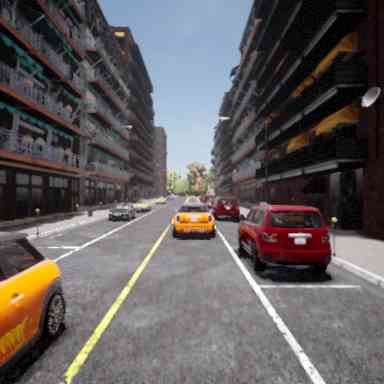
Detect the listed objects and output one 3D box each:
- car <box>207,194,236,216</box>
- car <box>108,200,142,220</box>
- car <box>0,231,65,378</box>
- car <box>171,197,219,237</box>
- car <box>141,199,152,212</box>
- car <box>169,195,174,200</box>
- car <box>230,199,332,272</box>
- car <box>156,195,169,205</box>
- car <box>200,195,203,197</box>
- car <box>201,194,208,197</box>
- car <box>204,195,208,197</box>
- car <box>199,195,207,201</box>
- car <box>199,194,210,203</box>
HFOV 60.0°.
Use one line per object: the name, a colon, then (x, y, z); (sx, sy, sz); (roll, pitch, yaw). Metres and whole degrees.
car: (2.710, 1.310, 27.402); (2.192, 1.841, 5.009); (1, 0, 0)
car: (-5.673, 1.546, 27.437); (2.008, 1.369, 4.403); (1, 0, 0)
car: (-3.100, 1.351, 3.473); (2.097, 1.767, 4.553); (0, 0, 0)
car: (0.104, 1.347, 18.225); (2.097, 1.767, 4.553); (0, 0, 0)
car: (-5.670, 1.520, 38.404); (1.752, 1.417, 4.829); (1, 0, 0)
car: (-5.674, 1.438, 88.685); (1.967, 1.590, 4.097); (1, 0, 0)
car: (2.706, 1.312, 10.699); (2.192, 1.841, 5.009); (1, 0, 0)
car: (-5.664, 1.520, 60.675); (1.752, 1.417, 4.829); (1, 0, 0)
car: (0.112, 1.471, 43.317); (1.882, 1.535, 5.008); (0, 0, 0)
car: (2.718, 1.309, 55.242); (2.192, 1.841, 5.009); (1, 0, 0)
car: (2.711, 1.434, 38.538); (1.967, 1.590, 4.097); (1, 0, 0)
car: (2.731, 1.522, 83.252); (1.752, 1.417, 4.829); (1, 0, 0)
car: (2.723, 1.310, 71.946); (2.192, 1.841, 5.009); (1, 0, 0)
